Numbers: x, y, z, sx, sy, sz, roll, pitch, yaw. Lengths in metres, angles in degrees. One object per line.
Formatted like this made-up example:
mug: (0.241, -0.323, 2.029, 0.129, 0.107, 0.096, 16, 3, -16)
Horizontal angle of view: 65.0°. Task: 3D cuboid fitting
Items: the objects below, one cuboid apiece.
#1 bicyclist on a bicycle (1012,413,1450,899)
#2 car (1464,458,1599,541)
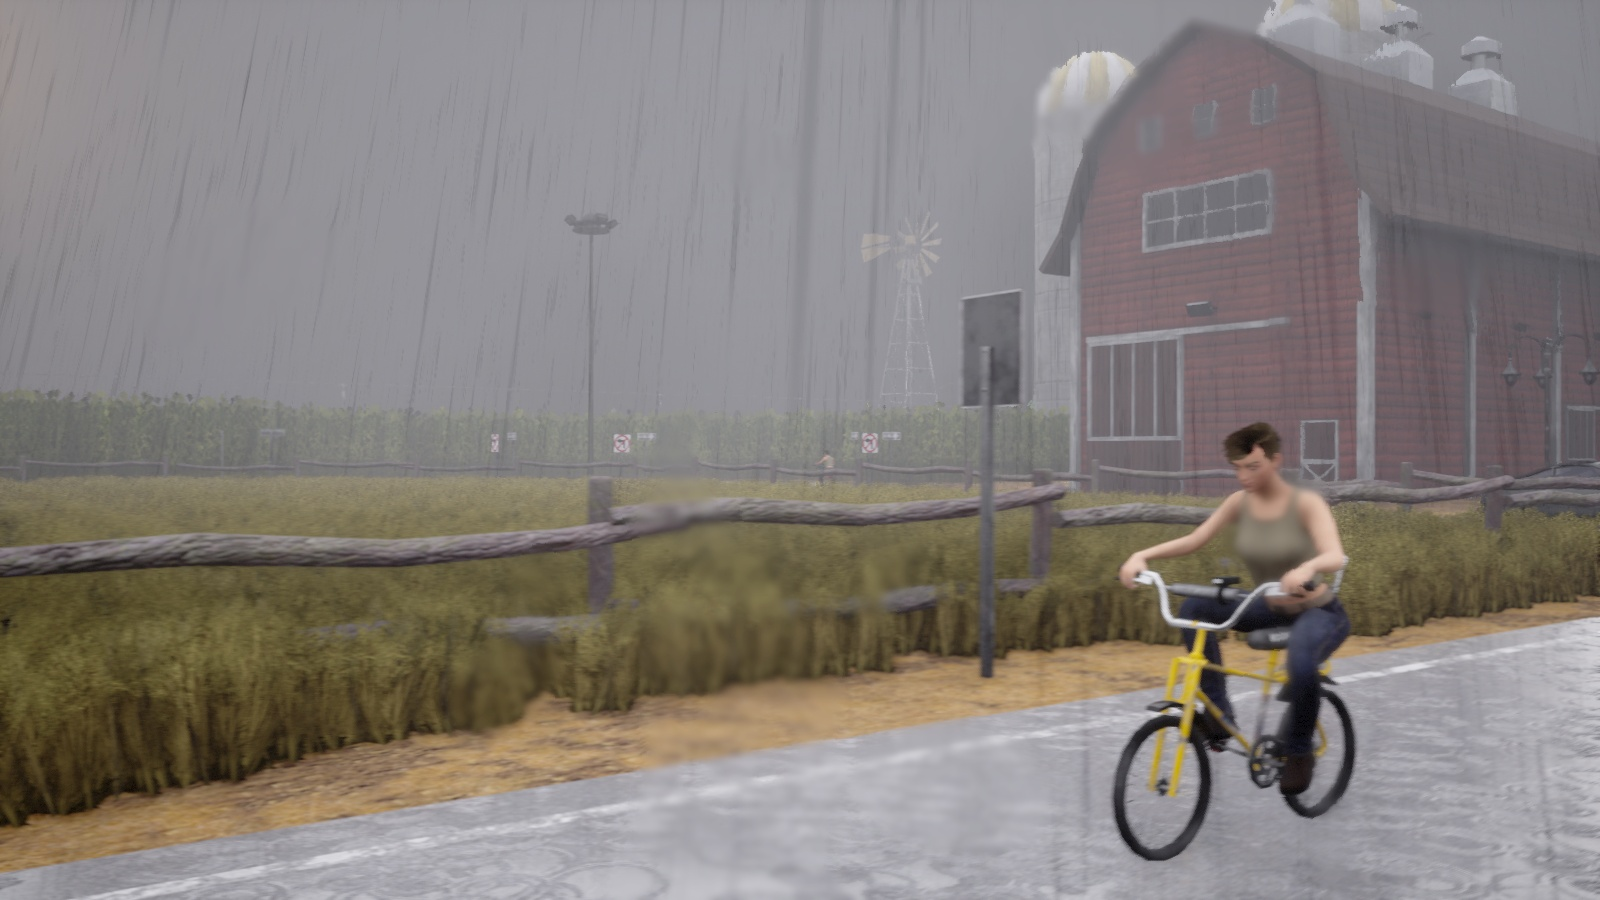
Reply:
bicyclist on a bicycle: (1.669, 0.690, 4.829, 1.509, 1.612, 0.866, 0, 0, -35)
car: (14.064, 0.833, 21.718, 1.994, 1.385, 4.181, 0, 0, -25)
